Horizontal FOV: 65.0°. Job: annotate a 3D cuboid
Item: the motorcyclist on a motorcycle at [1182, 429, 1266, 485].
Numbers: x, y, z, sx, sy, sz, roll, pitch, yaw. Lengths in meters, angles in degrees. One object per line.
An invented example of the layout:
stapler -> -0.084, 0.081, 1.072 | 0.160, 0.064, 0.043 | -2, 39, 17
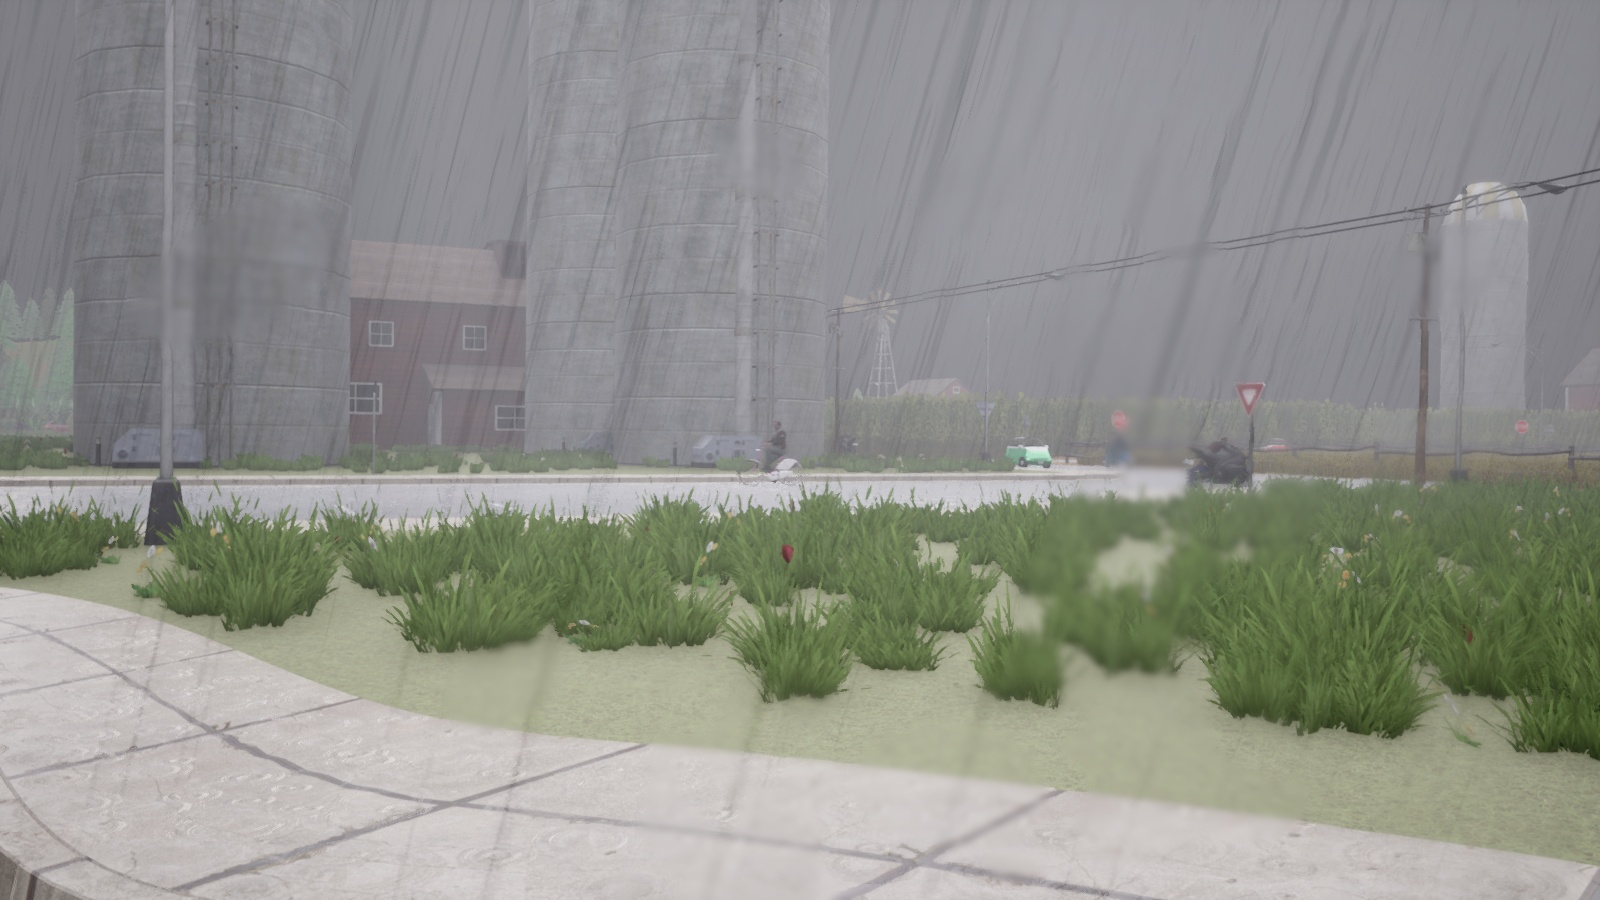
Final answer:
motorcyclist on a motorcycle -> 11.991, 0.185, 35.518 | 2.191, 1.530, 0.866 | -1, 1, -22

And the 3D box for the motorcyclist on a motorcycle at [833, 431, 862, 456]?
motorcyclist on a motorcycle -> 2.912, -0.397, 77.595 | 0.866, 1.530, 2.191 | -1, 1, -26

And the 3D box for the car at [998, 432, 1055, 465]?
car -> 9.894, -0.074, 54.957 | 1.481, 1.376, 2.207 | -1, 1, -25

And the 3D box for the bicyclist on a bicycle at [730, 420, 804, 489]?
bicyclist on a bicycle -> -0.857, 0.115, 33.171 | 1.843, 1.776, 0.659 | 0, 1, -26

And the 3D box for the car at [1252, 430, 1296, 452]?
car -> 30.266, -0.563, 80.167 | 2.207, 1.376, 1.481 | -1, 1, -25

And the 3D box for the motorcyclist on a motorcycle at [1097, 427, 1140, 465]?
motorcyclist on a motorcycle -> 13.857, -0.190, 54.721 | 0.866, 1.590, 1.817 | -1, 1, -26
